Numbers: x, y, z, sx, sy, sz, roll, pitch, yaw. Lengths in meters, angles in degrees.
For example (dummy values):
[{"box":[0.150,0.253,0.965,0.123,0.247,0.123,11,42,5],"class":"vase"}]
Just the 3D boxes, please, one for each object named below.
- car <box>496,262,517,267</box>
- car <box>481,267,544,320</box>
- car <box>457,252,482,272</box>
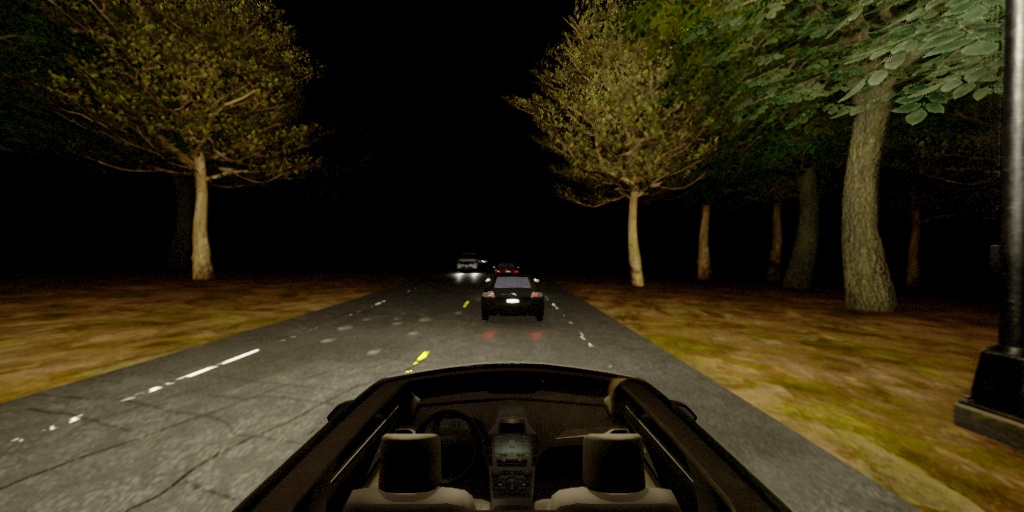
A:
[{"box":[-0.436,1.121,27.231,2.033,1.411,5.357,0,1,-2],"class":"car"},{"box":[0.004,1.269,12.500,1.994,1.385,4.181,0,0,-1],"class":"car"},{"box":[-4.743,0.665,39.045,2.150,2.045,5.566,0,0,-3],"class":"car"}]
